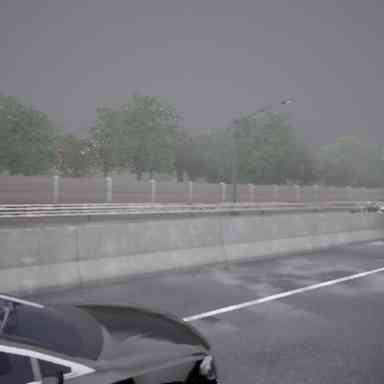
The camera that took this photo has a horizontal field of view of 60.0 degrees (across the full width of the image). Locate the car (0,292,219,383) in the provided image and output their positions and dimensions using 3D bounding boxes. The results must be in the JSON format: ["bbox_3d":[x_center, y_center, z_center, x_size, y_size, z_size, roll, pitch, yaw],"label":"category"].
[{"bbox_3d":[-1.981,1.487,2.333,4.902,1.511,2.128,1,-1,-35],"label":"car"}]

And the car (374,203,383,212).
[{"bbox_3d":[23.107,1.965,37.721,5.008,1.535,1.882,1,-1,-36],"label":"car"}]

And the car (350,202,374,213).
[{"bbox_3d":[21.319,1.996,40.745,4.892,1.490,1.837,1,-1,-36],"label":"car"}]
